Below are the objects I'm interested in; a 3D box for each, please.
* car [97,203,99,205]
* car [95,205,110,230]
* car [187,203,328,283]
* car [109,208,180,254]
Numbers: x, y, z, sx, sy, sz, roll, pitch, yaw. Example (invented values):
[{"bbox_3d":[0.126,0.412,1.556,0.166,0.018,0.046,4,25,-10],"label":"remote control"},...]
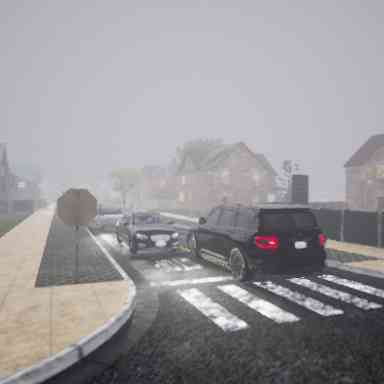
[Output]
[{"bbox_3d":[-10.982,1.894,36.724,1.994,1.385,4.181,1,-1,-22],"label":"car"},{"bbox_3d":[-5.602,1.797,23.218,1.895,1.301,4.718,1,-1,-22],"label":"car"},{"bbox_3d":[1.634,1.366,10.309,2.150,2.045,5.566,0,-1,-20],"label":"car"},{"bbox_3d":[-2.017,1.610,14.266,2.128,1.511,4.902,1,-1,-22],"label":"car"}]
